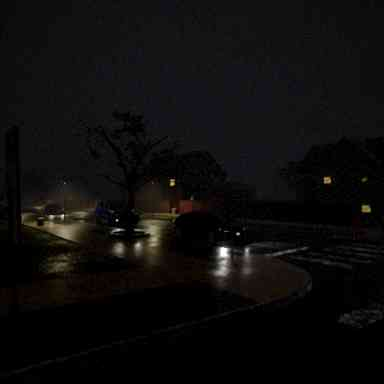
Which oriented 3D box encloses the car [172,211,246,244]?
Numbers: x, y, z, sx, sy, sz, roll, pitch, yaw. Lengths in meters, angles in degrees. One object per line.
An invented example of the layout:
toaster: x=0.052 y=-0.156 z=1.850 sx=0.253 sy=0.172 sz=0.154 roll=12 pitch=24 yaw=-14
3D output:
car: x=0.770 y=1.788 z=17.812 sx=1.837 sy=1.490 sz=4.892 roll=-2 pitch=0 yaw=-36

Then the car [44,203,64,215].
car: x=-18.617 y=2.291 z=44.822 sx=1.837 sy=1.490 sz=4.892 roll=-2 pitch=0 yaw=-35

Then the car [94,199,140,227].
car: x=-6.388 y=1.682 z=27.732 sx=2.150 sy=2.045 sz=5.566 roll=-2 pitch=1 yaw=-35
